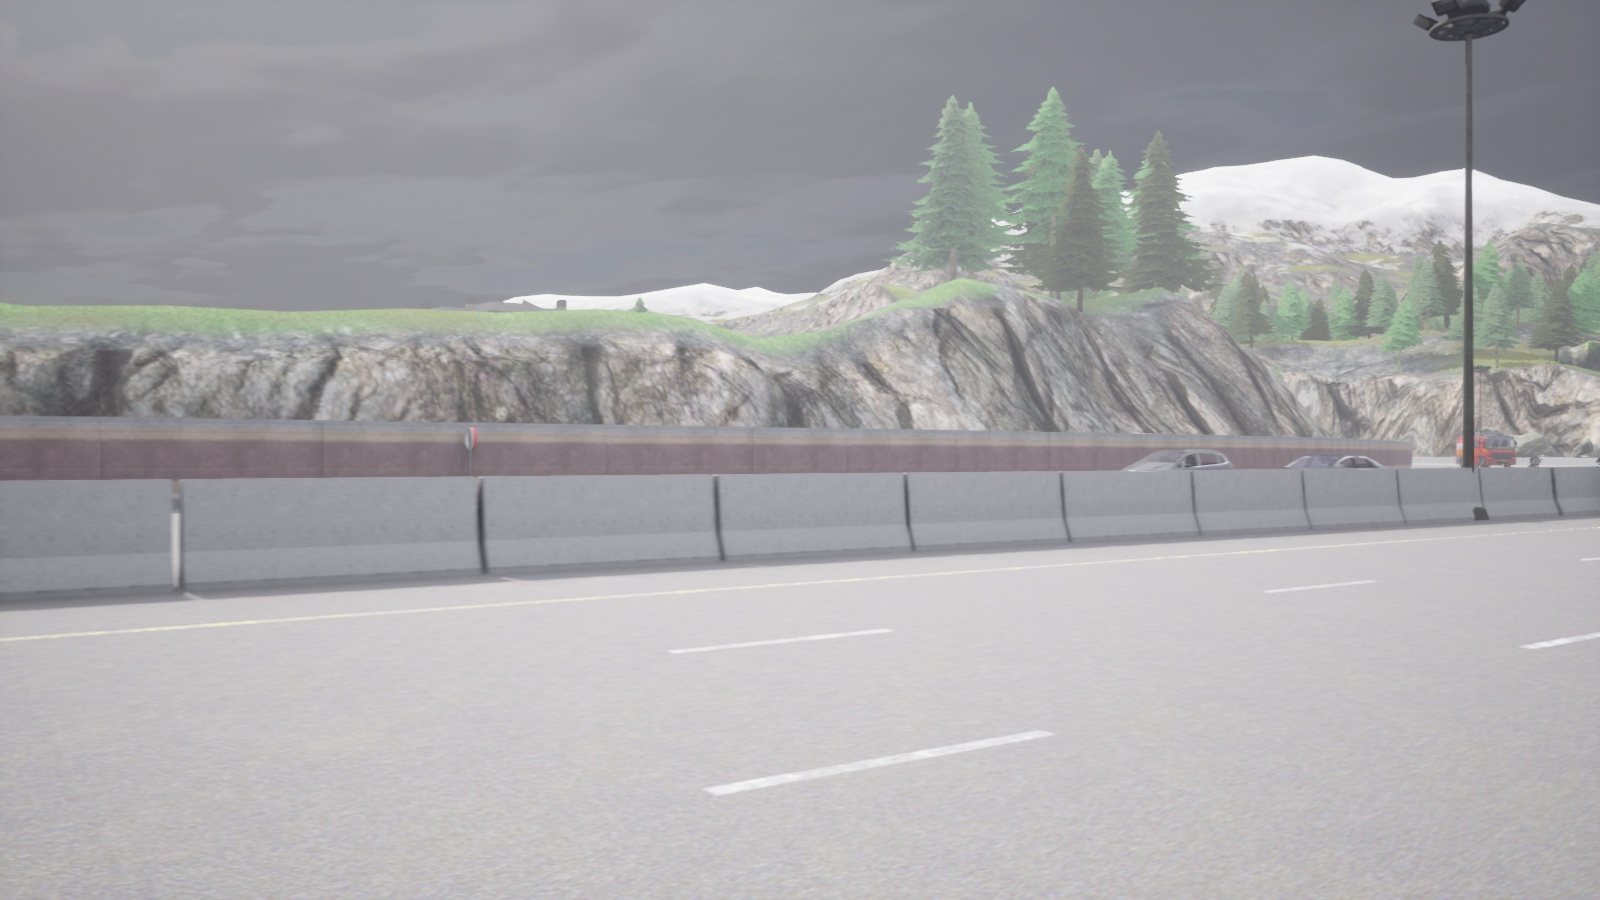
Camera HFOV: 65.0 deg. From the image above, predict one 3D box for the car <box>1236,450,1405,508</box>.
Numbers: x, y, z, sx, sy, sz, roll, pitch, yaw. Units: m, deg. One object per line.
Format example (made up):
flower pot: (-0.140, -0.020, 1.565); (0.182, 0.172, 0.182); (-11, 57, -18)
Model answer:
car: (14.616, 0.756, 35.183); (4.902, 1.511, 2.128); (0, 0, -36)

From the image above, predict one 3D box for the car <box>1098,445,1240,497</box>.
car: (12.440, 0.665, 42.240); (4.611, 1.667, 2.242); (0, 0, -37)
